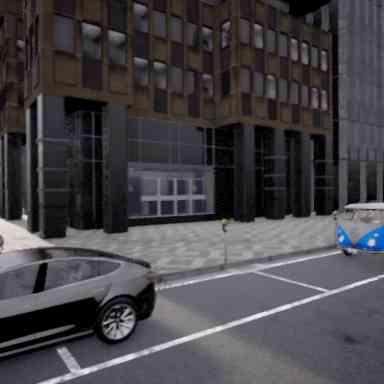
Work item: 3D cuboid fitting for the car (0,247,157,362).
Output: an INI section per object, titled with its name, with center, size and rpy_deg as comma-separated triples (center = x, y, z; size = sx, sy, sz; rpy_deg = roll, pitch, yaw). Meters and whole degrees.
[car]
center = -2.575, 1.562, 4.815
size = 4.313, 1.339, 1.947
rpy_deg = -1, 0, -36

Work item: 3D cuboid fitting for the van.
[van]
center = 6.600, 1.254, 11.362
size = 3.998, 1.788, 1.690
rpy_deg = -1, 0, -36
